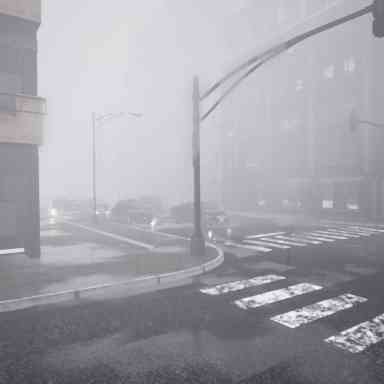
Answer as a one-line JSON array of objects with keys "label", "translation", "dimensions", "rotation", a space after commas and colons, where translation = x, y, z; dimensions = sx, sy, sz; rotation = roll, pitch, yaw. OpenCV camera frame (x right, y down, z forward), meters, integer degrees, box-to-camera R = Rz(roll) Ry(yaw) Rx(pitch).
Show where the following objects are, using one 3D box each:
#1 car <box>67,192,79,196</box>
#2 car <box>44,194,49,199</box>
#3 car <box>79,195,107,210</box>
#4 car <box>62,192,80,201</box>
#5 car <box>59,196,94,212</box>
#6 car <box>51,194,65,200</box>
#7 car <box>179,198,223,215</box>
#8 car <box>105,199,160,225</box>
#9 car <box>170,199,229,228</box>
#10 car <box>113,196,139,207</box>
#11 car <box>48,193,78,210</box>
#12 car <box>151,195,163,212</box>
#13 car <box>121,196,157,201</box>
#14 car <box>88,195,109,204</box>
[{"label": "car", "translation": [-20.151, 1.191, 57.333], "dimensions": [1.882, 1.535, 5.008], "rotation": [-1, 1, -35]}, {"label": "car", "translation": [-34.978, 1.075, 83.334], "dimensions": [1.752, 1.417, 4.829], "rotation": [-1, 1, -35]}, {"label": "car", "translation": [-11.492, 1.397, 39.205], "dimensions": [2.033, 1.411, 5.357], "rotation": [-1, 1, -35]}, {"label": "car", "translation": [-25.187, 0.935, 69.171], "dimensions": [2.192, 1.841, 5.009], "rotation": [-1, 1, -35]}, {"label": "car", "translation": [-12.682, 1.448, 36.363], "dimensions": [2.008, 1.369, 4.403], "rotation": [-1, 1, -35]}, {"label": "car", "translation": [-31.650, 1.124, 78.521], "dimensions": [2.008, 1.369, 4.403], "rotation": [-1, 1, -35]}, {"label": "car", "translation": [0.756, 1.359, 31.846], "dimensions": [1.887, 1.381, 4.507], "rotation": [-1, 1, -35]}, {"label": "car", "translation": [-4.421, 1.509, 24.191], "dimensions": [1.887, 1.381, 4.507], "rotation": [-1, 1, -35]}, {"label": "car", "translation": [0.387, 1.434, 22.010], "dimensions": [2.128, 1.511, 4.902], "rotation": [-1, 1, -35]}, {"label": "car", "translation": [-9.121, 1.266, 45.944], "dimensions": [1.752, 1.417, 4.829], "rotation": [-1, 1, -35]}, {"label": "car", "translation": [-15.915, 1.313, 41.036], "dimensions": [1.967, 1.590, 4.097], "rotation": [-1, 1, -35]}, {"label": "car", "translation": [-4.964, 1.181, 35.370], "dimensions": [2.097, 1.767, 4.553], "rotation": [-1, 1, -35]}, {"label": "car", "translation": [-5.494, 1.373, 30.518], "dimensions": [1.882, 1.535, 5.008], "rotation": [-1, 1, -35]}, {"label": "car", "translation": [-15.585, 1.216, 55.292], "dimensions": [1.752, 1.417, 4.829], "rotation": [-1, 1, -35]}]
